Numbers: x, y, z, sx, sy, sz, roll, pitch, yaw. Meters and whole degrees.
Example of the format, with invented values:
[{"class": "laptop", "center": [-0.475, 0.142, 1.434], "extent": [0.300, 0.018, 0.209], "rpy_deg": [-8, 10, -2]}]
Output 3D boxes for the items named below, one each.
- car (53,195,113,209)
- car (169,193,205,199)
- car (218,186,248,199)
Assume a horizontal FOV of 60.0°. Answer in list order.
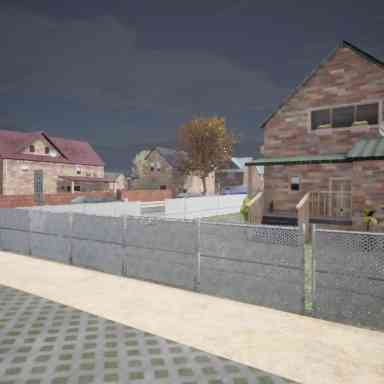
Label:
[{"class": "car", "center": [-8.413, 1.018, 25.972], "extent": [1.882, 1.535, 5.008], "rpy_deg": [1, 2, 35]}, {"class": "car", "center": [-0.525, 0.769, 37.050], "extent": [2.033, 1.411, 5.357], "rpy_deg": [1, 2, 36]}, {"class": "car", "center": [5.765, 0.194, 45.806], "extent": [2.150, 2.045, 5.566], "rpy_deg": [1, 2, 36]}]
